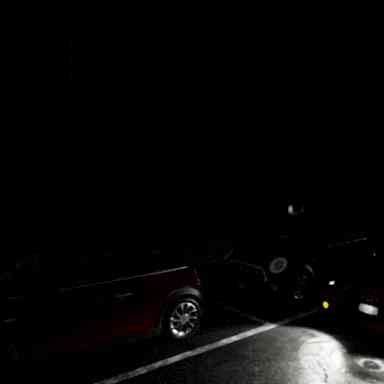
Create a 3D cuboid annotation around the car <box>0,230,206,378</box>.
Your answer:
[{"bbox_3d":[-1.853,1.440,4.865,4.097,1.590,1.967,0,0,-35],"label":"car"}]

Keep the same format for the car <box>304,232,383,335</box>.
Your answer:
[{"bbox_3d":[4.253,1.565,6.096,4.181,1.385,1.994,0,0,-35],"label":"car"}]

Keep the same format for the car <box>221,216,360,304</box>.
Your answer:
[{"bbox_3d":[2.634,1.440,8.064,4.097,1.590,1.967,0,0,-35],"label":"car"}]
